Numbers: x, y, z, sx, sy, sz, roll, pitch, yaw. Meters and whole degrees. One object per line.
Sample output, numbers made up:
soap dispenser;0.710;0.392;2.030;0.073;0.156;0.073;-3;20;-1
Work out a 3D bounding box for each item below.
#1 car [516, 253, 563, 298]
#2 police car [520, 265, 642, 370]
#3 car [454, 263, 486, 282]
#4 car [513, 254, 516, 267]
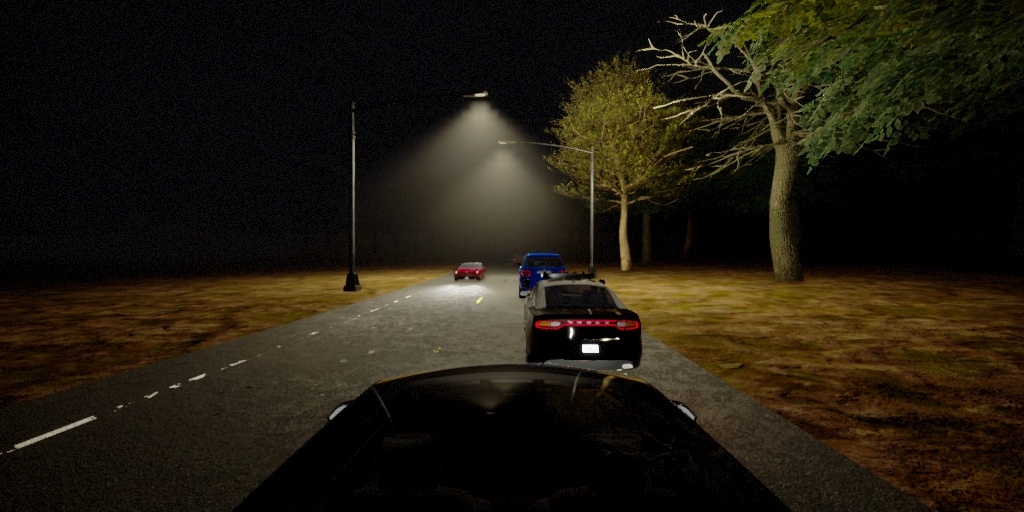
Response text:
car;1.425;0.889;17.800;2.150;2.045;5.566;0;1;1
police car;1.215;1.159;7.887;1.930;1.638;5.238;0;0;1
car;-3.041;1.175;26.634;1.895;1.301;4.718;0;1;1
car;1.069;0.677;49.636;2.033;1.411;5.357;0;2;2
